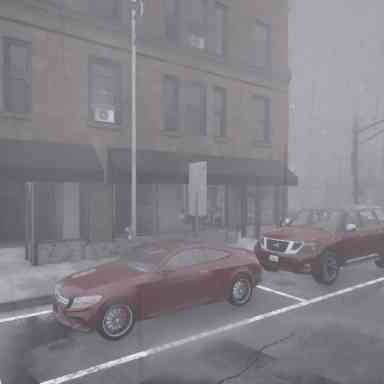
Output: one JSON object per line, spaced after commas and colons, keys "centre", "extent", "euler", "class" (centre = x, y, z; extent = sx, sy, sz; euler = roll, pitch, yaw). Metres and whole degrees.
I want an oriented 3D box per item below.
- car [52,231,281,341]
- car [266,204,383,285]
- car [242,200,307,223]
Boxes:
{"centre": [-0.441, 1.582, 6.447], "extent": [4.206, 1.307, 1.802], "euler": [0, 0, -35], "class": "car"}
{"centre": [4.061, 1.315, 9.648], "extent": [5.009, 1.841, 2.192], "euler": [0, 0, -35], "class": "car"}
{"centre": [6.443, 1.487, 26.506], "extent": [1.882, 1.535, 5.008], "euler": [0, 0, -36], "class": "car"}
